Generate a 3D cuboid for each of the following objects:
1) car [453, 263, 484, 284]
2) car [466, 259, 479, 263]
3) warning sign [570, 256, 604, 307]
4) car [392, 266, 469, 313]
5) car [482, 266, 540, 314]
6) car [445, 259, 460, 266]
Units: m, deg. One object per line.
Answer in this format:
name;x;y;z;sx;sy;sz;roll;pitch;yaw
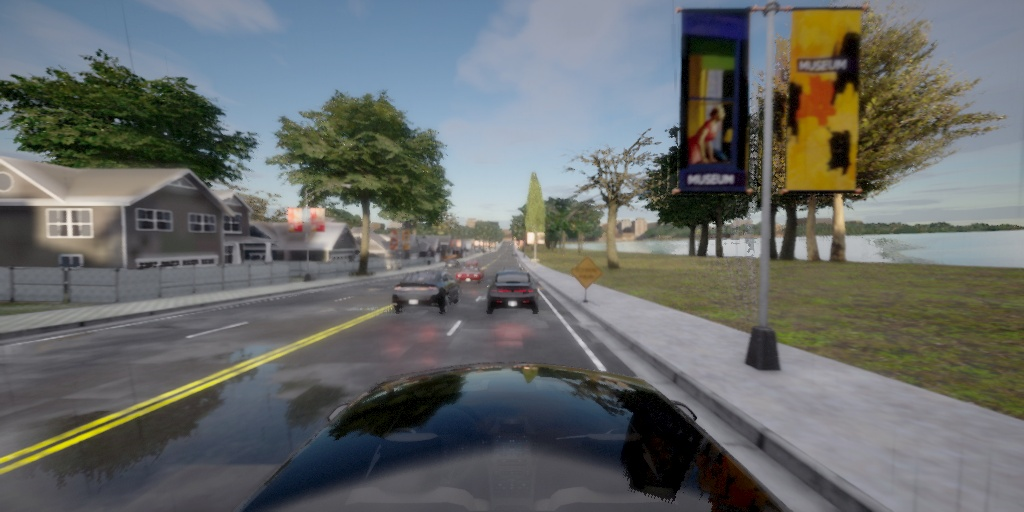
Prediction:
car;-3.222;1.477;28.627;1.895;1.301;4.718;0;0;0
car;-6.581;1.287;59.269;1.882;1.535;5.008;0;1;0
warning sign;2.843;0.930;13.945;1.300;1.860;1.060;0;0;0
car;-3.210;1.307;14.197;2.128;1.511;4.902;0;0;0
car;0.040;1.322;14.246;1.837;1.490;4.892;0;0;0
car;-9.832;1.301;59.287;2.128;1.511;4.902;0;1;0
